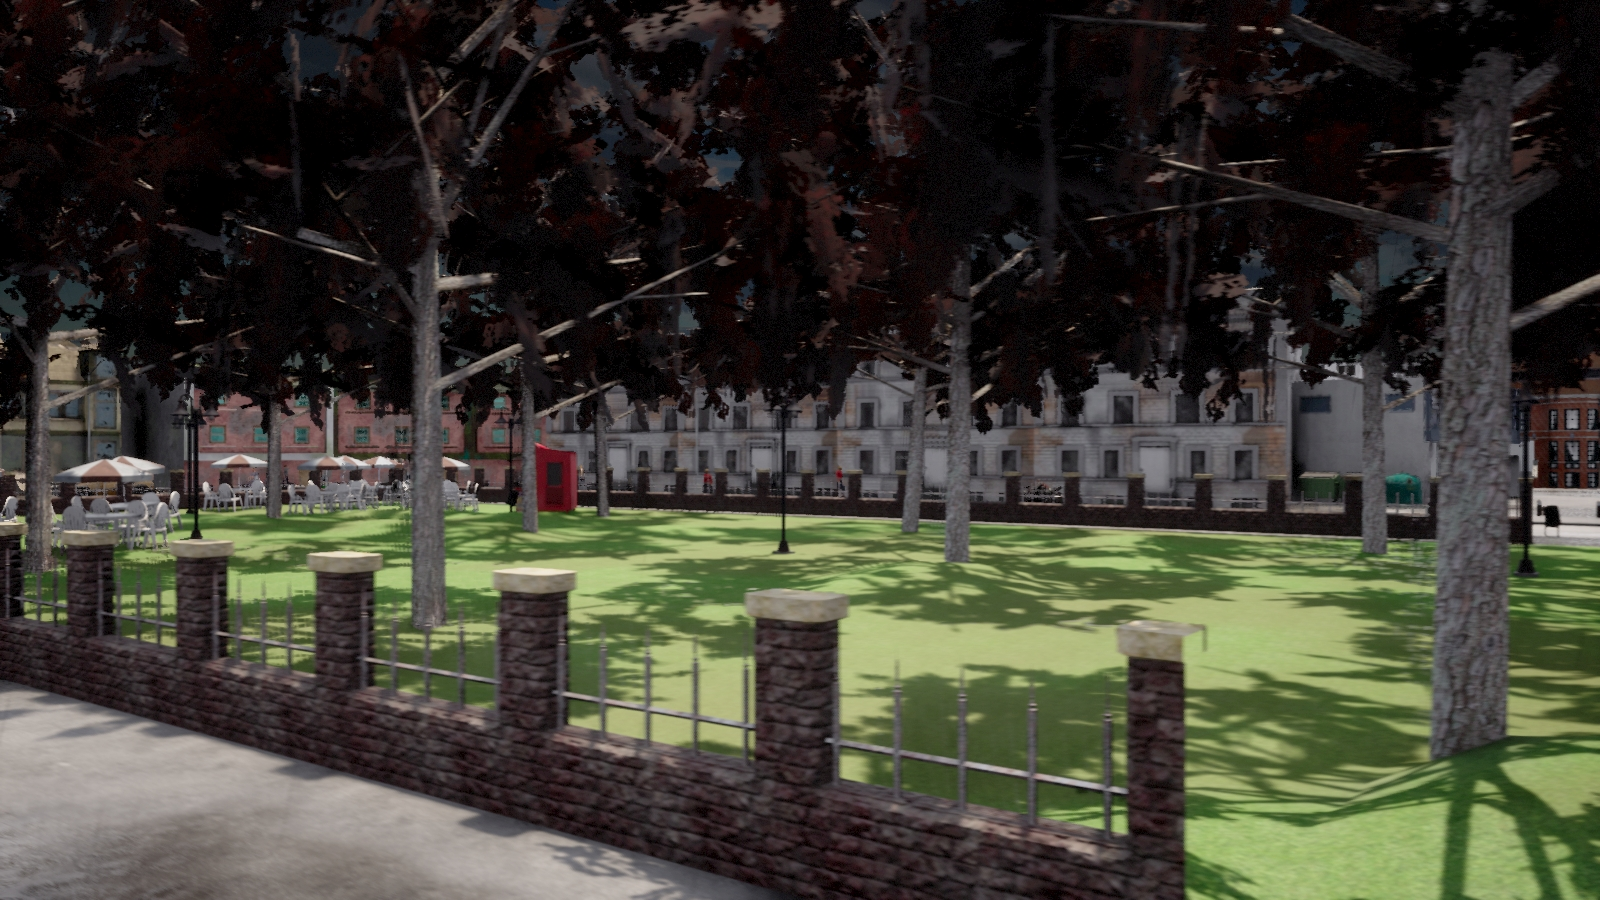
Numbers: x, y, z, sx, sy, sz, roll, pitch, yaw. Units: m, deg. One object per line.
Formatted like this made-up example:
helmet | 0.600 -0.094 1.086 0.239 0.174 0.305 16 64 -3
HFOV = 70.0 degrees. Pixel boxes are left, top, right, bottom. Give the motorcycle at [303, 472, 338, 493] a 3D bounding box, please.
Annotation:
motorcycle | -29.308 1.977 69.841 1.805 1.236 0.856 0 1 -41

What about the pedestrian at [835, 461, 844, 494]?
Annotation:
pedestrian | 2.186 1.532 63.585 0.375 1.860 0.375 0 0 33

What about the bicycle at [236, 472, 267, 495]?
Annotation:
bicycle | -31.983 1.949 66.616 0.373 1.296 1.643 0 1 36

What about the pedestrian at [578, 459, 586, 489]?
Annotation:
pedestrian | -13.961 1.535 73.201 0.375 1.860 0.375 0 0 14

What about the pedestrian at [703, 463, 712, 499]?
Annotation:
pedestrian | -4.827 1.636 59.683 0.375 1.860 0.375 0 0 15
